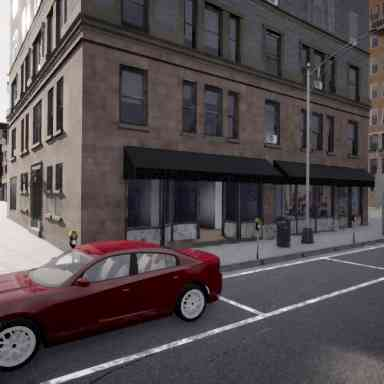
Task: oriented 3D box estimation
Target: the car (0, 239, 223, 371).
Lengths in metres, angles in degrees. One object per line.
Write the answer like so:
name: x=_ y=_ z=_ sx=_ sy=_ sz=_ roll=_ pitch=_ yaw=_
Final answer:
car: x=-1.518 y=1.545 z=5.672 sx=4.507 sy=1.381 sz=1.887 roll=0 pitch=1 yaw=-35
